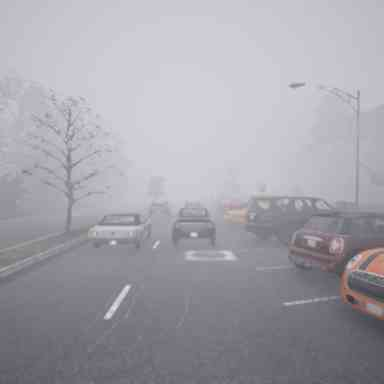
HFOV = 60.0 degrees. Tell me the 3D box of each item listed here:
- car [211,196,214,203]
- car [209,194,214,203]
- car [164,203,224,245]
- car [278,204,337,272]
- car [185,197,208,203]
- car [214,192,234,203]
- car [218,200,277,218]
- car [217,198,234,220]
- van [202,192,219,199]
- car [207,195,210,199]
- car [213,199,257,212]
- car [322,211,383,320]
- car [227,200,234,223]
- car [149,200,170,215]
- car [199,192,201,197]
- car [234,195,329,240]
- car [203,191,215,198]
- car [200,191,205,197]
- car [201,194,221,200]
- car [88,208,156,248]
[{"bbox_3d":[5.041,1.543,36.209,5.008,1.535,2.097,1,-1,-20],"label":"car"},{"bbox_3d":[5.077,1.439,42.220,4.553,1.767,2.185,1,0,-20],"label":"car"},{"bbox_3d":[0.083,1.475,15.529,2.128,1.511,4.902,0,0,0],"label":"car"},{"bbox_3d":[5.035,1.344,9.193,4.553,1.767,2.185,1,0,-20],"label":"car"},{"bbox_3d":[0.074,1.523,31.203,2.128,1.511,4.902,0,0,0],"label":"car"},{"bbox_3d":[5.033,1.250,27.190,5.566,2.045,2.435,1,0,-20],"label":"car"},{"bbox_3d":[5.026,1.543,30.192,4.792,1.488,2.163,1,0,-20],"label":"car"},{"bbox_3d":[4.881,1.483,24.137,5.366,1.575,1.946,1,0,-20],"label":"car"},{"bbox_3d":[5.124,0.953,93.259,4.442,1.987,1.878,1,0,-20],"label":"van"},{"bbox_3d":[5.066,1.601,48.234,4.792,1.488,2.163,1,0,-20],"label":"car"},{"bbox_3d":[5.049,1.596,39.209,4.674,1.452,2.002,1,0,-20],"label":"car"},{"bbox_3d":[5.100,1.349,6.208,4.553,1.767,2.185,1,0,-20],"label":"car"},{"bbox_3d":[5.230,1.481,21.271,5.366,1.575,1.946,1,0,-20],"label":"car"},{"bbox_3d":[-2.926,1.523,31.195,2.128,1.511,4.902,0,0,0],"label":"car"},{"bbox_3d":[4.993,1.306,84.236,4.792,1.488,2.163,1,1,-20],"label":"car"},{"bbox_3d":[5.088,1.219,15.220,5.566,2.045,2.435,1,0,-20],"label":"car"},{"bbox_3d":[5.068,1.317,51.233,5.566,2.045,2.435,1,0,-20],"label":"car"},{"bbox_3d":[5.011,1.277,60.213,5.566,2.045,2.435,1,1,-20],"label":"car"},{"bbox_3d":[5.012,1.284,87.255,4.674,1.452,2.002,1,0,-20],"label":"car"},{"bbox_3d":[-2.916,1.584,14.558,1.895,1.301,4.718,0,0,0],"label":"car"}]
